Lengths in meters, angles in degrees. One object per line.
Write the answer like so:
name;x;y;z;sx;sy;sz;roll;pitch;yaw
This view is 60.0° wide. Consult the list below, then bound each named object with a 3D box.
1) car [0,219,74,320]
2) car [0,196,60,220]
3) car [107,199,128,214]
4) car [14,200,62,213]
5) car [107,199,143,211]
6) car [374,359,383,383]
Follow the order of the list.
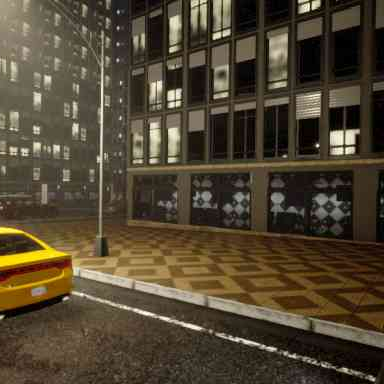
car;-4.540;1.474;6.890;5.008;1.535;1.882;0;0;35
car;-14.388;1.518;29.599;2.192;1.841;5.009;1;0;36
car;-7.618;1.829;38.831;1.752;1.417;4.829;1;0;36
car;-17.913;1.641;38.964;1.752;1.417;4.829;1;0;36
car;-9.258;1.761;46.358;1.837;1.490;4.892;1;0;36
car;3.567;1.548;1.154;5.357;1.411;2.033;0;0;35
